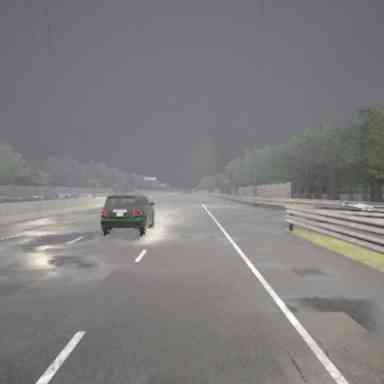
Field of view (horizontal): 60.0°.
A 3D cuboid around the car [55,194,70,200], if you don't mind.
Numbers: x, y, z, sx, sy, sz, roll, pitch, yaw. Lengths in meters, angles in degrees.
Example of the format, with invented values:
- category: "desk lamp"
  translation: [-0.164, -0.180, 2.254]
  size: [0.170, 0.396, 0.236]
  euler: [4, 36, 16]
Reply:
- category: "car"
  translation: [-27.995, 1.274, 72.111]
  size: [1.812, 1.442, 4.674]
  euler: [0, 0, 0]

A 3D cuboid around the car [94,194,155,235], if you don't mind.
- category: "car"
  translation: [-3.383, 1.133, 18.359]
  size: [2.150, 2.045, 5.566]
  euler: [0, 0, 0]

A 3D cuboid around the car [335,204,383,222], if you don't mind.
- category: "car"
  translation: [11.127, 1.534, 23.212]
  size: [1.812, 1.442, 4.674]
  euler: [0, 0, -24]

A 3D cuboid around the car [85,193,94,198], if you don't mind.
- category: "car"
  translation: [-20.995, 1.344, 72.424]
  size: [1.895, 1.301, 4.718]
  euler: [0, 0, 0]

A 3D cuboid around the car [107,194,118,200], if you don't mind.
- category: "car"
  translation: [-21.050, 1.229, 88.285]
  size: [1.812, 1.442, 4.674]
  euler: [0, 0, 0]

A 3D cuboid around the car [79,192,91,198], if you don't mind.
- category: "car"
  translation: [-28.049, 0.930, 87.915]
  size: [2.150, 2.045, 5.566]
  euler: [0, 0, 0]

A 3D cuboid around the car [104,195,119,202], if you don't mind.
- category: "car"
  translation: [-17.495, 1.289, 72.472]
  size: [2.033, 1.411, 5.357]
  euler: [0, 0, 0]
